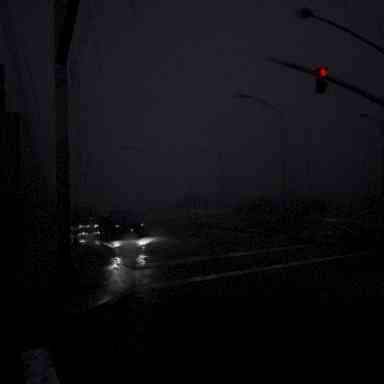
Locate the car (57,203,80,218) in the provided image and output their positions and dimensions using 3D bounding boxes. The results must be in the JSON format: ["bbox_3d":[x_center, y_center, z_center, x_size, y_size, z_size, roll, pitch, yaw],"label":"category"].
[{"bbox_3d":[-14.348,2.101,38.411,1.837,1.490,4.892,-1,0,-28],"label":"car"}]

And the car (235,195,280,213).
[{"bbox_3d":[7.126,1.297,36.083,5.027,1.636,2.152,-1,0,-29],"label":"car"}]

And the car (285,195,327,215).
[{"bbox_3d":[10.486,1.283,30.606,3.806,1.475,1.970,-1,0,-29],"label":"car"}]

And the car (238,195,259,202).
[{"bbox_3d":[13.302,1.510,78.526,4.514,1.523,2.007,-1,0,-29],"label":"car"}]

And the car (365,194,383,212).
[{"bbox_3d":[18.428,1.180,30.770,4.514,1.523,2.007,-1,0,-29],"label":"car"}]

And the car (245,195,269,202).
[{"bbox_3d":[14.851,1.458,75.798,5.027,1.636,2.152,-1,0,-29],"label":"car"}]

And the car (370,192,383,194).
[{"bbox_3d":[23.883,0.904,41.661,4.605,1.855,1.932,-1,0,-29],"label":"car"}]

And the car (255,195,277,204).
[{"bbox_3d":[13.793,1.417,61.724,3.633,1.501,1.845,-1,0,-29],"label":"car"}]

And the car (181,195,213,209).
[{"bbox_3d":[0.994,1.393,47.313,3.866,1.878,1.905,-1,0,-29],"label":"car"}]

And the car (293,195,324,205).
[{"bbox_3d":[18.543,1.261,52.934,4.514,1.523,2.007,-1,0,-29],"label":"car"}]

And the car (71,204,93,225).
[{"bbox_3d":[-9.161,2.013,28.869,1.994,1.385,4.181,-1,0,-29],"label":"car"}]

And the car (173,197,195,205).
[{"bbox_3d":[-1.597,1.830,66.981,3.806,1.475,1.970,-1,0,-29],"label":"car"}]

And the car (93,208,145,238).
[{"bbox_3d":[-4.396,1.840,20.171,1.812,1.442,4.674,-1,0,-29],"label":"car"}]

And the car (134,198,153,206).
[{"bbox_3d":[-9.537,1.985,66.039,3.633,1.501,1.845,-1,0,-29],"label":"car"}]

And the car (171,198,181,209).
[{"bbox_3d":[-0.759,1.460,49.665,4.605,1.855,1.932,-1,0,-29],"label":"car"}]
